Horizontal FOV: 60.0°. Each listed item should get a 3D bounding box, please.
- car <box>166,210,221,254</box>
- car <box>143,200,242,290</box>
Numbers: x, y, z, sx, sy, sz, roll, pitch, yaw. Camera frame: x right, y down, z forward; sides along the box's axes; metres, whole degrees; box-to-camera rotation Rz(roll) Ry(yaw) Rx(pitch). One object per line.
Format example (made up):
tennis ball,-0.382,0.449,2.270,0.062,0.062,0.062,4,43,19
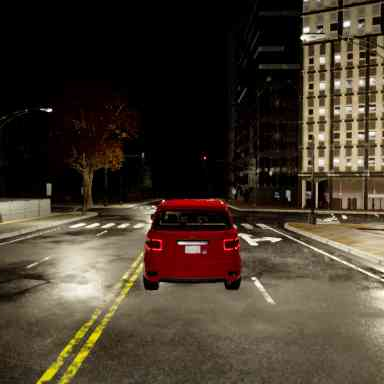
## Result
car,0.066,1.560,14.127,1.994,1.385,4.181,0,0,0
car,-0.020,1.218,9.188,2.150,2.045,5.566,0,0,-1
